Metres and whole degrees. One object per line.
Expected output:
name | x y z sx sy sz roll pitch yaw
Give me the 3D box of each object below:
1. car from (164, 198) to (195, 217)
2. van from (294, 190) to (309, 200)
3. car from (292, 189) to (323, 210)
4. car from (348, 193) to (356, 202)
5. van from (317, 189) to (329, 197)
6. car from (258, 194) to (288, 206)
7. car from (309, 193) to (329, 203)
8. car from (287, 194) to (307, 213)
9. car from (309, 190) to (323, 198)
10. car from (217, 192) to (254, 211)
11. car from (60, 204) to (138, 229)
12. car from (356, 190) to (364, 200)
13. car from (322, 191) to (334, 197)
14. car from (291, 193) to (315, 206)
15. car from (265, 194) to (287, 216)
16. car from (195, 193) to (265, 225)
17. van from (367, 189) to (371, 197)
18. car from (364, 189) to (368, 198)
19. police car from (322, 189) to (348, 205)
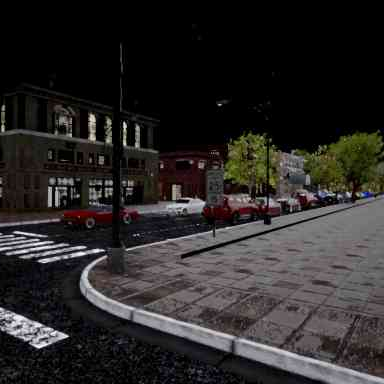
car | -0.400 1.216 27.944 1.812 1.442 4.674 1 1 35
van | 20.877 0.504 63.440 1.690 1.788 3.998 1 2 34
car | 12.090 0.892 35.867 2.192 1.841 5.009 1 2 34
car | 23.707 0.690 52.040 2.097 1.767 4.553 1 1 35
van | 30.298 0.297 77.142 1.690 1.788 3.998 1 2 34
car | 10.766 1.000 44.117 2.033 1.411 5.357 1 1 35
car | 19.997 0.860 52.139 1.812 1.442 4.674 1 1 35
car | 8.947 1.195 31.305 2.008 1.369 4.403 1 2 34
car | 27.157 0.465 72.578 1.967 1.590 4.097 1 2 34
car | 4.729 0.933 35.389 2.097 1.767 4.553 1 1 35
car | -5.583 1.401 20.401 1.895 1.301 4.718 1 1 34
car | 30.928 0.750 63.277 1.802 1.307 4.206 1 2 34
car | 33.436 0.437 81.715 2.008 1.369 4.403 1 2 34
car | 14.988 0.970 44.754 1.812 1.442 4.674 1 1 35
car | 5.808 1.152 26.734 1.967 1.590 4.097 1 2 34
car | 2.669 1.093 22.164 2.192 1.841 5.009 1 1 34
van | 40.351 0.301 76.974 1.690 1.788 3.998 1 2 34
car | 34.165 0.622 67.983 1.752 1.417 4.829 1 2 34
police car | 19.838 0.847 46.376 1.930 1.638 5.238 1 1 35
